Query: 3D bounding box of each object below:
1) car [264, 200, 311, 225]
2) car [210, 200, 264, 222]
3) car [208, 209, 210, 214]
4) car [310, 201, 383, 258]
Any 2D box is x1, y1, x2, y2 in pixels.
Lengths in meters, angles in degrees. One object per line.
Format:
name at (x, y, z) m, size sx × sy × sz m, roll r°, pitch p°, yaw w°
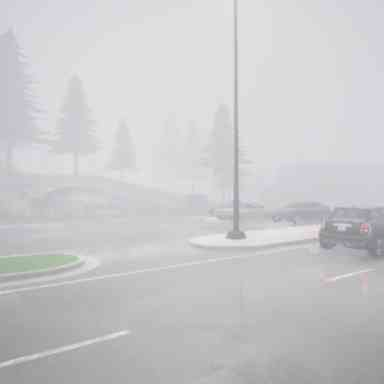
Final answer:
car at (7.511, 1.359, 22.890) m, size 4.892 × 1.490 × 1.837 m, roll 0°, pitch 0°, yaw -34°
car at (3.966, 1.457, 24.729) m, size 4.718 × 1.301 × 1.895 m, roll 0°, pitch 0°, yaw -34°
car at (3.431, 1.402, 28.582) m, size 4.181 × 1.385 × 1.994 m, roll 0°, pitch 0°, yaw -34°
car at (6.894, 1.262, 12.574) m, size 4.553 × 1.767 × 2.097 m, roll 0°, pitch 0°, yaw -34°
